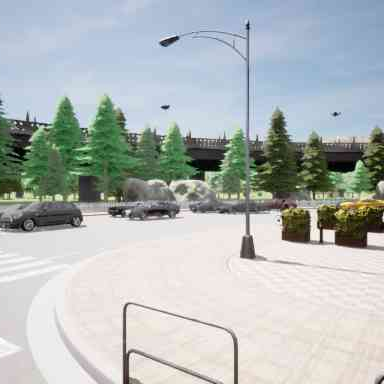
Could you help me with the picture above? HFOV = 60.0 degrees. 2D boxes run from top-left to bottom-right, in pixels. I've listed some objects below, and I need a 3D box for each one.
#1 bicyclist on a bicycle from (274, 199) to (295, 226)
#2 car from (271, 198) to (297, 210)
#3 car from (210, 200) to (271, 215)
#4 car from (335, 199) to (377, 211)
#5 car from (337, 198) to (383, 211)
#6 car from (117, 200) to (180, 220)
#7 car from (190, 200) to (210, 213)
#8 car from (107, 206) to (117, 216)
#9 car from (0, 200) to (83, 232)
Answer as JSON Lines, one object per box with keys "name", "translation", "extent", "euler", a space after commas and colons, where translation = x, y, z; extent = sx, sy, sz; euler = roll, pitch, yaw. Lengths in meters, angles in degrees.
{"name": "bicyclist on a bicycle", "translation": [5.554, 1.245, 19.593], "extent": [0.582, 1.620, 1.656], "euler": [0, 0, -44]}
{"name": "car", "translation": [9.980, 1.470, 38.799], "extent": [4.674, 1.442, 1.812], "euler": [0, 0, -15]}
{"name": "car", "translation": [4.835, 1.492, 33.159], "extent": [5.357, 1.411, 2.033], "euler": [0, 0, -26]}
{"name": "car", "translation": [19.756, 1.509, 40.175], "extent": [4.181, 1.385, 1.994], "euler": [0, 0, 0]}
{"name": "car", "translation": [18.853, 1.422, 36.717], "extent": [5.008, 1.535, 1.882], "euler": [0, 0, 0]}
{"name": "car", "translation": [-3.171, 1.436, 27.140], "extent": [4.902, 1.511, 2.128], "euler": [0, 0, -44]}
{"name": "car", "translation": [1.853, 1.508, 35.367], "extent": [4.181, 1.385, 1.994], "euler": [0, 0, -29]}
{"name": "car", "translation": [-5.238, 1.545, 30.079], "extent": [4.718, 1.301, 1.895], "euler": [0, 0, -44]}
{"name": "car", "translation": [-8.967, 1.297, 20.069], "extent": [2.097, 1.767, 4.553], "euler": [0, 0, 37]}
